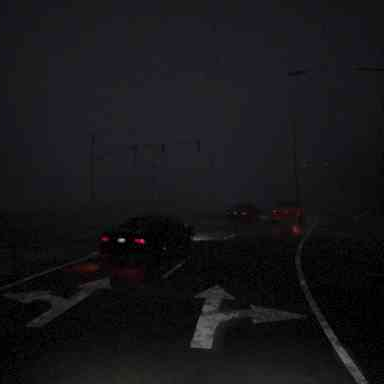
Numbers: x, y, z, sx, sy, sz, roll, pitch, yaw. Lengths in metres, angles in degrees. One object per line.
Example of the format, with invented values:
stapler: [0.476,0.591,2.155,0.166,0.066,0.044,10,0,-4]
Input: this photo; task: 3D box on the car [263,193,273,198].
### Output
car: [20.336,0.840,88.714,2.033,1.411,5.357,0,1,23]

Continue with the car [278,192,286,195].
car: [23.550,0.800,87.328,1.837,1.490,4.892,0,1,23]

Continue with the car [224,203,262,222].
car: [4.106,1.560,26.198,2.033,1.411,5.357,0,0,23]

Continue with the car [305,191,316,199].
car: [27.997,0.923,79.957,2.033,1.411,5.357,0,1,23]

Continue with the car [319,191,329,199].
car: [31.360,0.735,78.919,2.097,1.767,4.553,0,1,23]

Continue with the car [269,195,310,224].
car: [7.310,1.363,24.788,2.097,1.767,4.553,0,0,23]

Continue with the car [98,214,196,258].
car: [-1.438,1.561,12.803,2.033,1.411,5.357,0,0,18]
